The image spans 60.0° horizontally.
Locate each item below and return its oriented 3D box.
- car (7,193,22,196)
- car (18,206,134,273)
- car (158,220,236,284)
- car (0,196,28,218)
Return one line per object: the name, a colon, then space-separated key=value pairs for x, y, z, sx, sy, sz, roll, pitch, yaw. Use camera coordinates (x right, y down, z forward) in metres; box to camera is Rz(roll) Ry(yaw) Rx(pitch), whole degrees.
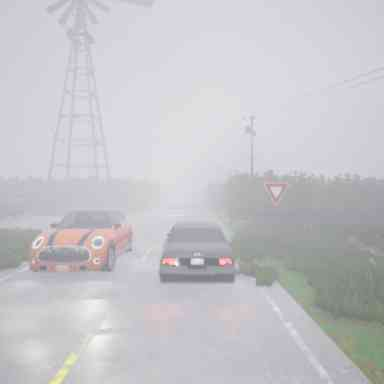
car: x=-17.221 y=1.088 z=32.478 sx=1.905 sy=1.878 sz=3.866 roll=0 pitch=0 yaw=-31
car: x=-3.229 y=1.308 z=10.594 sx=2.097 sy=1.767 sz=4.553 roll=0 pitch=0 yaw=0
car: x=0.104 y=1.508 z=9.522 sx=2.033 sy=1.411 sz=5.357 roll=0 pitch=0 yaw=0
car: x=-14.682 y=1.252 z=24.259 sx=4.902 sy=1.511 sz=2.128 roll=0 pitch=0 yaw=-1
